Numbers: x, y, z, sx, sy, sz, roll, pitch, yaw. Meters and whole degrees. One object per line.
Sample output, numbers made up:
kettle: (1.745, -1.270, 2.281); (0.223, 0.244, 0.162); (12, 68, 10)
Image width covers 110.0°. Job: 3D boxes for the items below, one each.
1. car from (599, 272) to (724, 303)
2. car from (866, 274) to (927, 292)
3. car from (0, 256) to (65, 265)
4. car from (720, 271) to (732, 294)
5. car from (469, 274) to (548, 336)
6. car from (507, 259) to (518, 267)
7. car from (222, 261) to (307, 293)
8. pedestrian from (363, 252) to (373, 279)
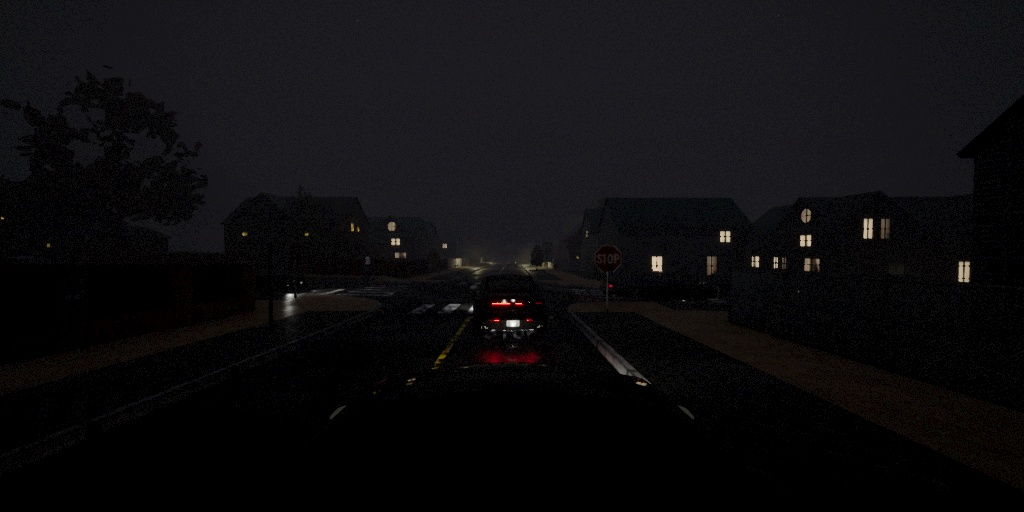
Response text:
car: (7.192, 1.505, 17.992); (5.357, 1.411, 2.033); (1, 1, 1)
car: (22.093, 1.760, 20.710); (5.357, 1.411, 2.033); (1, 1, 1)
car: (-24.666, 0.802, 18.461); (4.892, 1.490, 1.837); (2, 1, 1)
car: (12.510, 1.567, 20.851); (4.181, 1.385, 1.994); (1, 1, 1)
car: (-0.150, 1.252, 10.387); (1.837, 1.490, 4.892); (0, 0, -4)
car: (0.048, 1.261, 65.317); (2.033, 1.411, 5.357); (0, 0, 0)
car: (-13.137, 1.037, 18.284); (4.892, 1.490, 1.837); (2, 1, 1)
pedestrian: (-9.701, 0.611, 24.084); (0.375, 1.860, 0.375); (0, 0, 1)
